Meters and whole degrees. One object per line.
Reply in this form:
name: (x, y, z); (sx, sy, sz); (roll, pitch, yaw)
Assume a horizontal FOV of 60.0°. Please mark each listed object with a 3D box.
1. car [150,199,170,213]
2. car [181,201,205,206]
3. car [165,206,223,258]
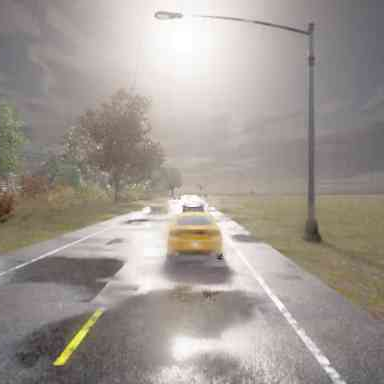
car: (-3.586, 1.546, 37.401); (1.882, 1.535, 5.008); (0, 0, 0)
car: (0.097, 1.544, 28.923); (2.128, 1.511, 4.902); (0, 0, 0)
car: (0.094, 1.500, 12.819); (1.882, 1.535, 5.008); (0, 0, 0)
